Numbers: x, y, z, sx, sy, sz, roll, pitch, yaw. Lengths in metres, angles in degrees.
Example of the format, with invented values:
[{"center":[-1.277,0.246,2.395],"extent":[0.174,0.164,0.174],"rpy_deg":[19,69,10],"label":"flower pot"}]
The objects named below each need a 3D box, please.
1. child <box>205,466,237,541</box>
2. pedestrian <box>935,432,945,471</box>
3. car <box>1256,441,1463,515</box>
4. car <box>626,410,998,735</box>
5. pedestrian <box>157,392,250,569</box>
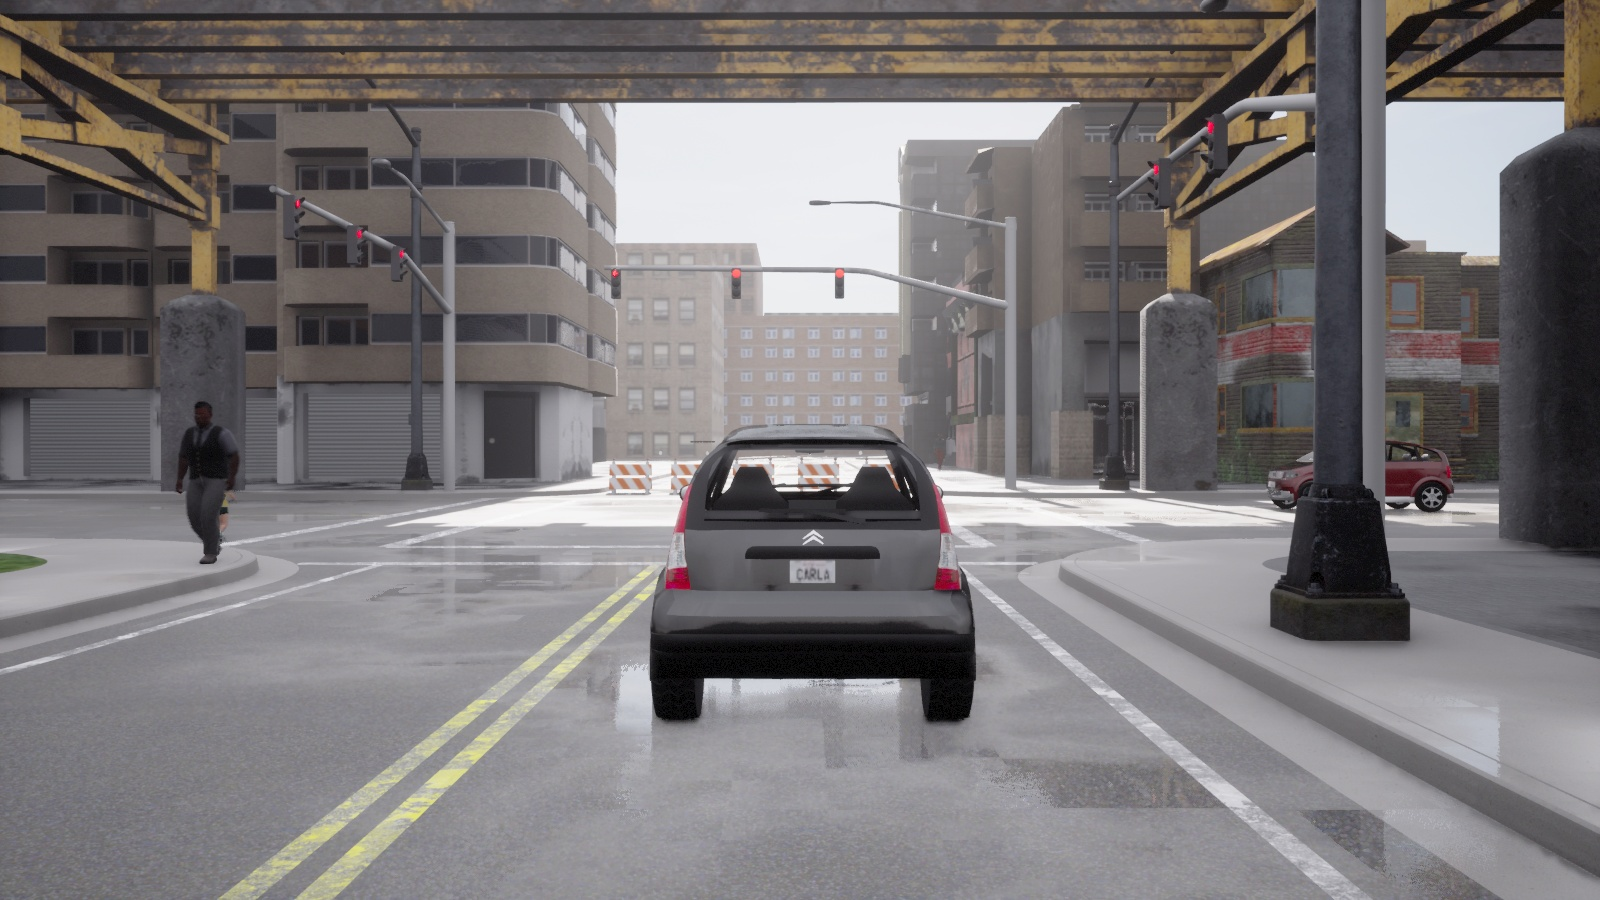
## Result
[{"center":[-8.693,0.803,18.863],"extent":[0.255,1.110,0.394],"rpy_deg":[0,0,8],"label":"child"},{"center":[6.835,0.071,61.229],"extent":[0.353,1.847,0.614],"rpy_deg":[0,0,-4],"label":"pedestrian"},{"center":[12.146,0.580,27.426],"extent":[3.705,1.549,1.789],"rpy_deg":[0,0,0],"label":"car"},{"center":[0.073,0.598,8.243],"extent":[1.851,1.617,3.988],"rpy_deg":[0,0,0],"label":"car"},{"center":[-6.549,0.319,13.816],"extent":[0.563,1.883,0.849],"rpy_deg":[0,0,6],"label":"pedestrian"}]
